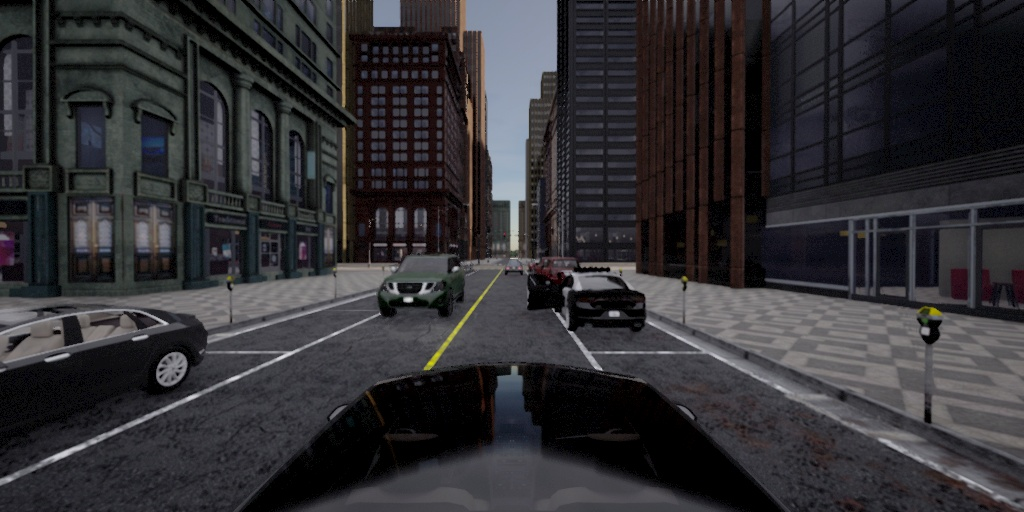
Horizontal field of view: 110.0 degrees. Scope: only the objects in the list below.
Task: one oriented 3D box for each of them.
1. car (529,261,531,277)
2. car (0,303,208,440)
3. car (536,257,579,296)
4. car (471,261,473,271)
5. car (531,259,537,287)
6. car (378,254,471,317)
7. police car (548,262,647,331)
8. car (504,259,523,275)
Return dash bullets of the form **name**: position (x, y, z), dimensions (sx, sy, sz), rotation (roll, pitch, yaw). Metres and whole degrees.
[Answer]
- **car**: position (2.877, 1.208, 32.129), dimensions (1.948, 1.339, 4.313), rotation (0, 0, 0)
- **car**: position (-5.758, 1.292, 3.977), dimensions (2.007, 1.370, 4.403), rotation (0, 0, 0)
- **car**: position (2.833, 0.994, 20.857), dimensions (2.192, 1.841, 5.009), rotation (0, 0, 0)
- **car**: position (-5.626, 1.191, 37.796), dimensions (1.948, 1.339, 4.313), rotation (0, 0, 0)
- **car**: position (2.855, 0.975, 26.493), dimensions (2.192, 1.841, 5.009), rotation (0, 0, 0)
- **car**: position (-3.059, 0.927, 13.376), dimensions (2.150, 2.045, 5.566), rotation (0, 0, 0)
- **police car**: position (2.399, 1.140, 10.947), dimensions (1.930, 1.638, 5.238), rotation (0, 0, 0)
- **car**: position (0.191, 1.176, 36.666), dimensions (2.033, 1.411, 5.357), rotation (0, 0, 1)
